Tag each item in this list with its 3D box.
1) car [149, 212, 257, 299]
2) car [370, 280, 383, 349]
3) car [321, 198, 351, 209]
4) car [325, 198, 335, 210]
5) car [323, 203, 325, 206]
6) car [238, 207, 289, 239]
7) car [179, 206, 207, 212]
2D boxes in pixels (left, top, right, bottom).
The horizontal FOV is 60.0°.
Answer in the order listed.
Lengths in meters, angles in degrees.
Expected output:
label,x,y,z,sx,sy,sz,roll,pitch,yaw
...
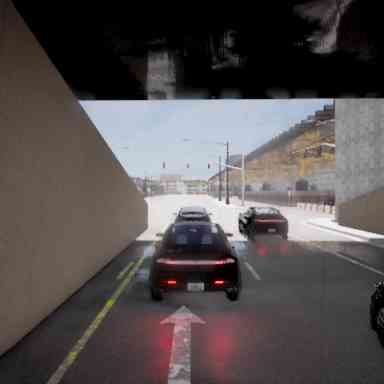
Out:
label,x,y,z,sx,sy,sz,roll,pitch,yaw
car,0.063,1.497,8.426,2.128,1.511,4.902,0,0,0
car,3.558,1.494,3.011,2.128,1.511,4.902,0,0,0
car,17.442,1.320,40.153,1.853,1.218,4.536,0,0,45
car,17.316,1.475,35.509,2.038,1.542,4.974,0,0,-35
car,17.405,1.477,40.116,2.038,1.542,4.974,0,0,45
car,3.541,1.501,17.179,2.128,1.511,4.902,0,0,0
car,0.041,1.516,17.546,1.837,1.490,4.892,0,0,0
